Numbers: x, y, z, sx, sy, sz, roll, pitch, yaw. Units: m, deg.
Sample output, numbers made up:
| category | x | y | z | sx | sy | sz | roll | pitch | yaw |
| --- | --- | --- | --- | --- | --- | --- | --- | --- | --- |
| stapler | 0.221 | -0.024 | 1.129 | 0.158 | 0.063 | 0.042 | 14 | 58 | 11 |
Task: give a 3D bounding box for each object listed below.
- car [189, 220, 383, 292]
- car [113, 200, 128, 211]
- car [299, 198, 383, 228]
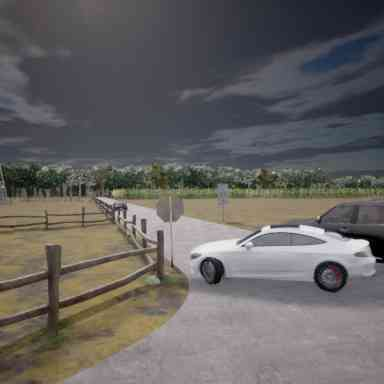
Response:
| category | x | y | z | sx | sy | sz | roll | pitch | yaw |
| --- | --- | --- | --- | --- | --- | --- | --- | --- | --- |
| car | 2.216 | 1.611 | 8.842 | 4.674 | 1.442 | 1.812 | -2 | 0 | 18 |
| car | -10.749 | 1.976 | 49.474 | 2.033 | 1.411 | 5.357 | -2 | 0 | -18 |
| car | 5.101 | 1.223 | 9.781 | 2.150 | 2.045 | 5.566 | -2 | 0 | -39 |
